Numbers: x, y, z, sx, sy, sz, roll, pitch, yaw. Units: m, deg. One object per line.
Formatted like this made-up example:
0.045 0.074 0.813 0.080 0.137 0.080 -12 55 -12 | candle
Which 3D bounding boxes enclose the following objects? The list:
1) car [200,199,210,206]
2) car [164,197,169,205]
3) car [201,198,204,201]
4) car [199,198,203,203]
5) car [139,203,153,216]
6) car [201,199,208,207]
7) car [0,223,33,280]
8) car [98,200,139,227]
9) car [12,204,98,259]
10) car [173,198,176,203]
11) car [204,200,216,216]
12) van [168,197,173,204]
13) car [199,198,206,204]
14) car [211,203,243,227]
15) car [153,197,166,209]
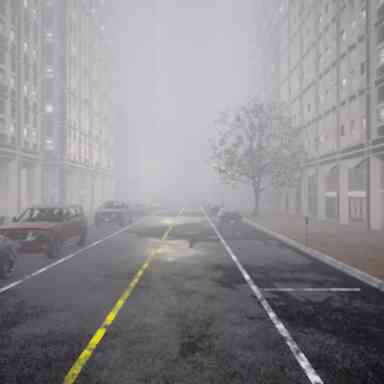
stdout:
2.759 2.154 70.230 1.887 1.381 4.507 0 0 0 | car
-5.632 2.085 58.844 1.947 1.339 4.313 0 0 0 | car
2.742 2.054 53.138 1.802 1.307 4.206 0 0 0 | car
2.754 2.130 64.532 1.947 1.339 4.313 0 0 0 | car
-5.656 1.910 36.057 1.802 1.307 4.206 0 -1 0 | car
2.736 1.975 47.442 2.008 1.369 4.403 0 0 0 | car
-5.686 1.638 7.572 1.947 1.339 4.313 0 -1 0 | car
-5.669 1.542 24.665 2.192 1.841 5.009 0 -1 0 | car
-5.681 1.439 13.271 2.192 1.841 5.009 0 -1 0 | car
-5.603 2.291 87.330 2.008 1.369 4.403 0 0 0 | car
2.724 1.878 36.047 2.008 1.369 4.403 0 0 0 | car
-5.622 1.951 70.241 1.690 1.788 3.998 0 0 0 | van
2.778 2.266 87.491 1.752 1.417 4.829 0 0 0 | car
2.712 1.777 24.653 2.008 1.369 4.403 0 -1 0 | car
-5.639 1.997 52.978 1.752 1.417 4.829 0 0 0 | car
